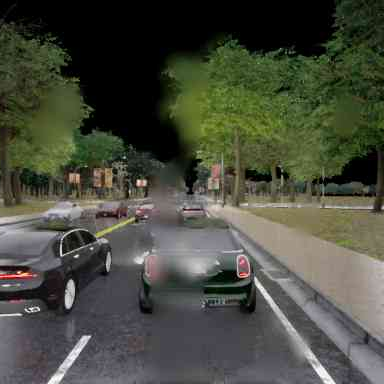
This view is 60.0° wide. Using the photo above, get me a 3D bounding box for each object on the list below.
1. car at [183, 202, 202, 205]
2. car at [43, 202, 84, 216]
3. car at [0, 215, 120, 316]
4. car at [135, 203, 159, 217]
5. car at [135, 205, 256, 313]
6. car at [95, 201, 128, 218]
[{"bbox_3d":[0.057,1.499,24.216,2.128,1.511,4.902,0,0,0],"label":"car"},{"bbox_3d":[-9.892,1.535,26.026,1.812,1.442,4.674,0,0,0],"label":"car"},{"bbox_3d":[-3.162,1.505,7.545,1.837,1.490,4.892,0,0,0],"label":"car"},{"bbox_3d":[-3.192,1.535,25.435,1.812,1.442,4.674,0,0,0],"label":"car"},{"bbox_3d":[0.089,1.352,7.818,2.097,1.767,4.553,0,0,0],"label":"car"},{"bbox_3d":[-6.645,1.489,27.928,1.882,1.535,5.008,0,0,0],"label":"car"}]
